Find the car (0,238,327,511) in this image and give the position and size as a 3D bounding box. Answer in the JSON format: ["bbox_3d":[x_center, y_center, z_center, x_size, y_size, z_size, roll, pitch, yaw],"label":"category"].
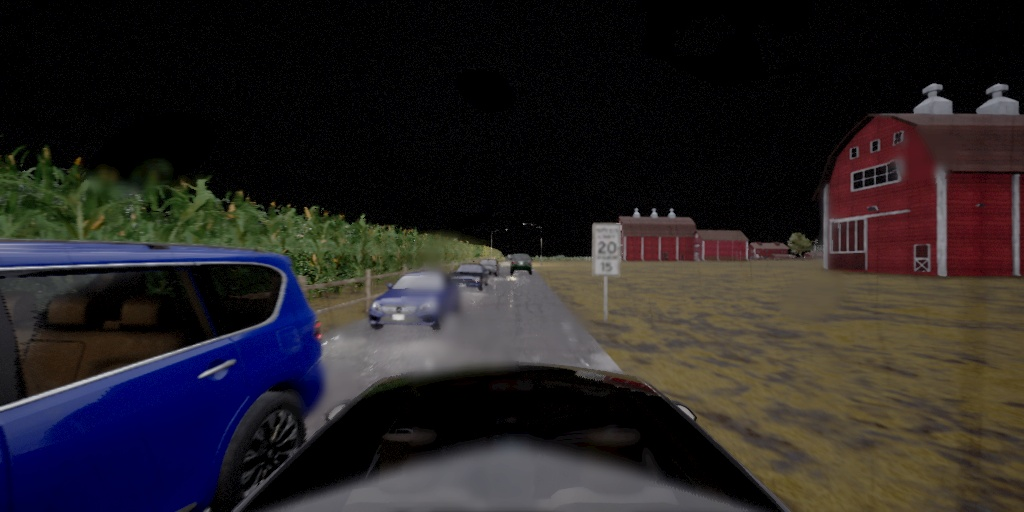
[{"bbox_3d":[-2.870,0.923,1.217,2.150,2.045,5.566,1,0,0],"label":"car"}]

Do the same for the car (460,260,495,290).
[{"bbox_3d":[-2.398,1.161,21.346,2.033,1.411,5.357,1,0,2],"label":"car"}]

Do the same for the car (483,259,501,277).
[{"bbox_3d":[-2.073,1.042,32.349,1.837,1.490,4.892,1,1,2],"label":"car"}]

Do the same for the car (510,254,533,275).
[{"bbox_3d":[0.944,0.781,36.801,2.150,2.045,5.566,1,1,1],"label":"car"}]

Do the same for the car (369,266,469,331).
[{"bbox_3d":[-2.664,1.203,10.947,1.812,1.442,4.674,1,0,1],"label":"car"}]
